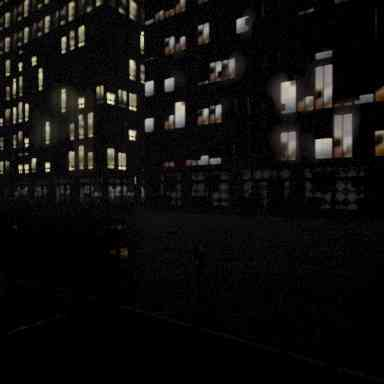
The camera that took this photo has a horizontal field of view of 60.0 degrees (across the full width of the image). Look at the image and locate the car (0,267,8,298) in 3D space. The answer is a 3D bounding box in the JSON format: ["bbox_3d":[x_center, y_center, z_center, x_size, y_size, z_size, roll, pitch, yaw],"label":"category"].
[{"bbox_3d":[-5.706,1.526,6.953,4.829,1.417,1.752,0,0,36],"label":"car"}]
